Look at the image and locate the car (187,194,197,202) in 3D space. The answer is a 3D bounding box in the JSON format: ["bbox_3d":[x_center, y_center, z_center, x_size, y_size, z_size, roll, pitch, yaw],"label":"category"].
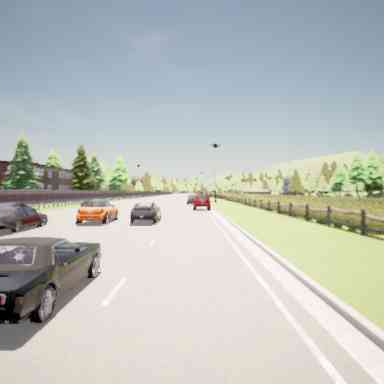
[{"bbox_3d":[0.010,1.271,73.577,2.097,1.767,4.553,0,0,0],"label":"car"}]

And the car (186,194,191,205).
[{"bbox_3d":[0.009,1.517,59.250,1.812,1.442,4.674,0,0,0],"label":"car"}]

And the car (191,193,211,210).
[{"bbox_3d":[1.231,1.218,42.057,2.150,2.045,5.566,0,0,0],"label":"car"}]

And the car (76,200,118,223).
[{"bbox_3d":[-6.898,1.348,24.661,2.097,1.767,4.553,0,0,0],"label":"car"}]

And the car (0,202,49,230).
[{"bbox_3d":[-10.396,1.545,19.510,2.033,1.411,5.357,0,0,0],"label":"car"}]

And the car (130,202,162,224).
[{"bbox_3d":[-3.396,1.488,24.917,2.128,1.511,4.902,0,0,0],"label":"car"}]

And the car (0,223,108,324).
[{"bbox_3d":[-3.399,1.600,7.095,1.895,1.301,4.718,0,0,0],"label":"car"}]
